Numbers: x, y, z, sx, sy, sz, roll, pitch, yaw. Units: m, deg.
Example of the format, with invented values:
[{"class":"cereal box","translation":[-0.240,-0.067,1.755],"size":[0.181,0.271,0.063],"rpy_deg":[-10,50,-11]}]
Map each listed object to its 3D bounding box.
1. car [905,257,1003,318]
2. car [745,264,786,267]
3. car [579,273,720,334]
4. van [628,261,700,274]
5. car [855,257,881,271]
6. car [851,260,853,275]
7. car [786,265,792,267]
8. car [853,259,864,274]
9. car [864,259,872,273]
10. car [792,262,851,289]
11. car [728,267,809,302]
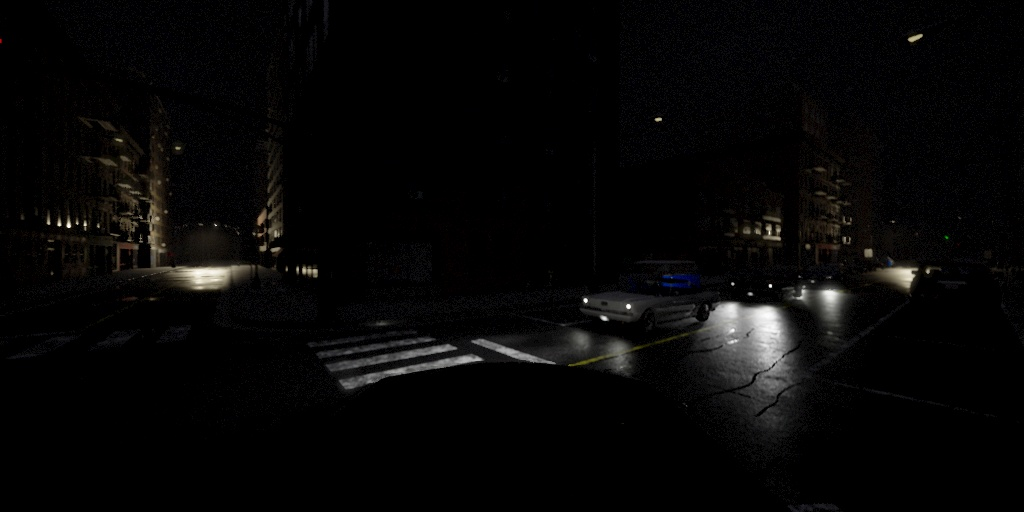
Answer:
[{"class":"car","translation":[16.133,1.079,13.094],"size":[5.009,1.841,2.192],"rpy_deg":[0,0,-38]},{"class":"car","translation":[15.397,1.311,22.812],"size":[4.313,1.339,1.948],"rpy_deg":[0,0,-38]},{"class":"car","translation":[4.255,1.351,10.854],"size":[4.718,1.301,1.895],"rpy_deg":[0,0,-36]},{"class":"van","translation":[6.876,1.085,16.156],"size":[3.998,1.789,1.690],"rpy_deg":[0,0,-38]},{"class":"car","translation":[45.220,1.061,46.110],"size":[5.009,1.841,2.192],"rpy_deg":[0,0,-38]},{"class":"car","translation":[32.306,1.271,36.021],"size":[4.829,1.417,1.751],"rpy_deg":[0,0,-38]},{"class":"car","translation":[19.658,1.291,26.141],"size":[4.507,1.381,1.888],"rpy_deg":[0,0,-38]},{"class":"car","translation":[36.699,1.296,39.453],"size":[4.403,1.370,2.007],"rpy_deg":[0,0,-38]},{"class":"car","translation":[40.959,1.312,42.781],"size":[4.313,1.339,1.948],"rpy_deg":[0,0,-38]},{"class":"car","translation":[20.142,1.278,23.258],"size":[4.674,1.442,1.812],"rpy_deg":[0,0,-38]},{"class":"car","translation":[12.151,1.352,17.031],"size":[4.718,1.301,1.895],"rpy_deg":[0,0,-38]}]
